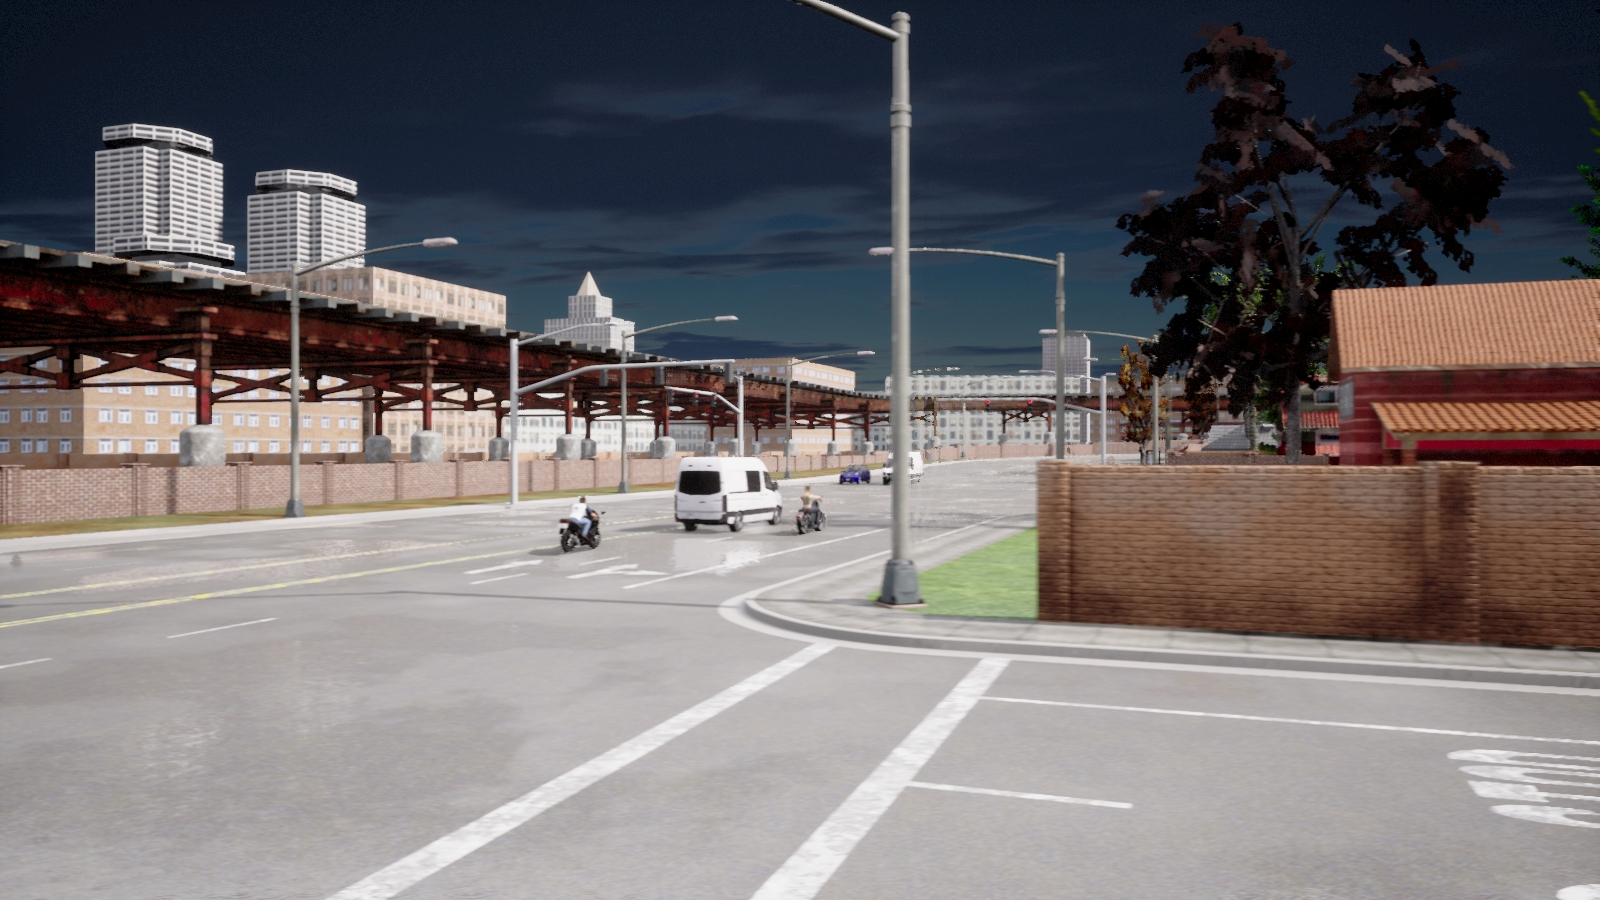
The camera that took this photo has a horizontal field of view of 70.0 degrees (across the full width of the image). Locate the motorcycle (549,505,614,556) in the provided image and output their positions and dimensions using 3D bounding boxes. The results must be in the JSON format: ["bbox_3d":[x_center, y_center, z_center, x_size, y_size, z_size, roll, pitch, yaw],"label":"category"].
[{"bbox_3d":[-5.965,2.173,31.260,0.803,1.224,2.033,0,0,20],"label":"motorcycle"}]

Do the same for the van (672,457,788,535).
[{"bbox_3d":[-2.391,1.533,40.955,1.988,2.561,5.915,0,0,20],"label":"van"}]
